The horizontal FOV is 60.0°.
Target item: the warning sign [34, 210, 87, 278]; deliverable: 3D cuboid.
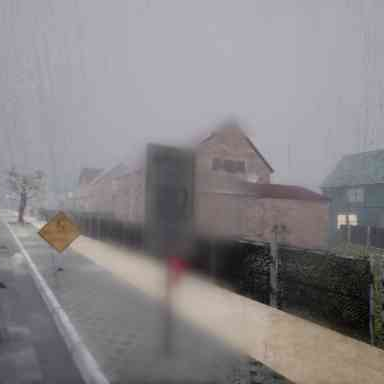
[{"bbox_3d":[-3.962,1.484,10.004,1.300,1.860,1.060,2,-4,-31],"label":"warning sign"}]
